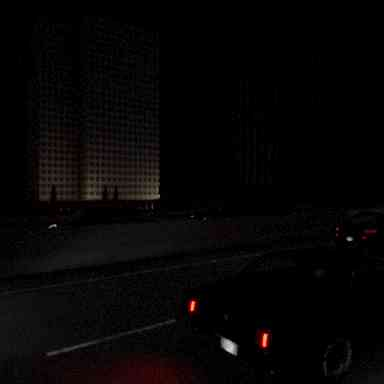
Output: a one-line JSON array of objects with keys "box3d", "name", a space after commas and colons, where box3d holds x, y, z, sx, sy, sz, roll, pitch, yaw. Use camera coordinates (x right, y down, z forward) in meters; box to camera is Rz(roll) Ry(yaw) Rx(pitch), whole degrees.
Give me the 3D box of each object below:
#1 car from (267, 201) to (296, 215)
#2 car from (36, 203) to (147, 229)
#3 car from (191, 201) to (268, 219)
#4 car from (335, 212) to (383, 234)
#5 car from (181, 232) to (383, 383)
[{"box3d": [7.265, 1.541, 30.668, 5.357, 1.411, 2.033, 0, 0, -35], "name": "car"}, {"box3d": [-4.110, 1.350, 13.959, 4.553, 1.767, 2.097, 0, 0, -35], "name": "car"}, {"box3d": [2.465, 1.543, 22.946, 5.357, 1.411, 2.033, 0, 0, -35], "name": "car"}, {"box3d": [7.638, 1.522, 13.493, 4.674, 1.442, 1.812, 0, 0, -36], "name": "car"}, {"box3d": [2.261, 1.600, 5.359, 4.718, 1.301, 1.895, 0, 0, -36], "name": "car"}]
